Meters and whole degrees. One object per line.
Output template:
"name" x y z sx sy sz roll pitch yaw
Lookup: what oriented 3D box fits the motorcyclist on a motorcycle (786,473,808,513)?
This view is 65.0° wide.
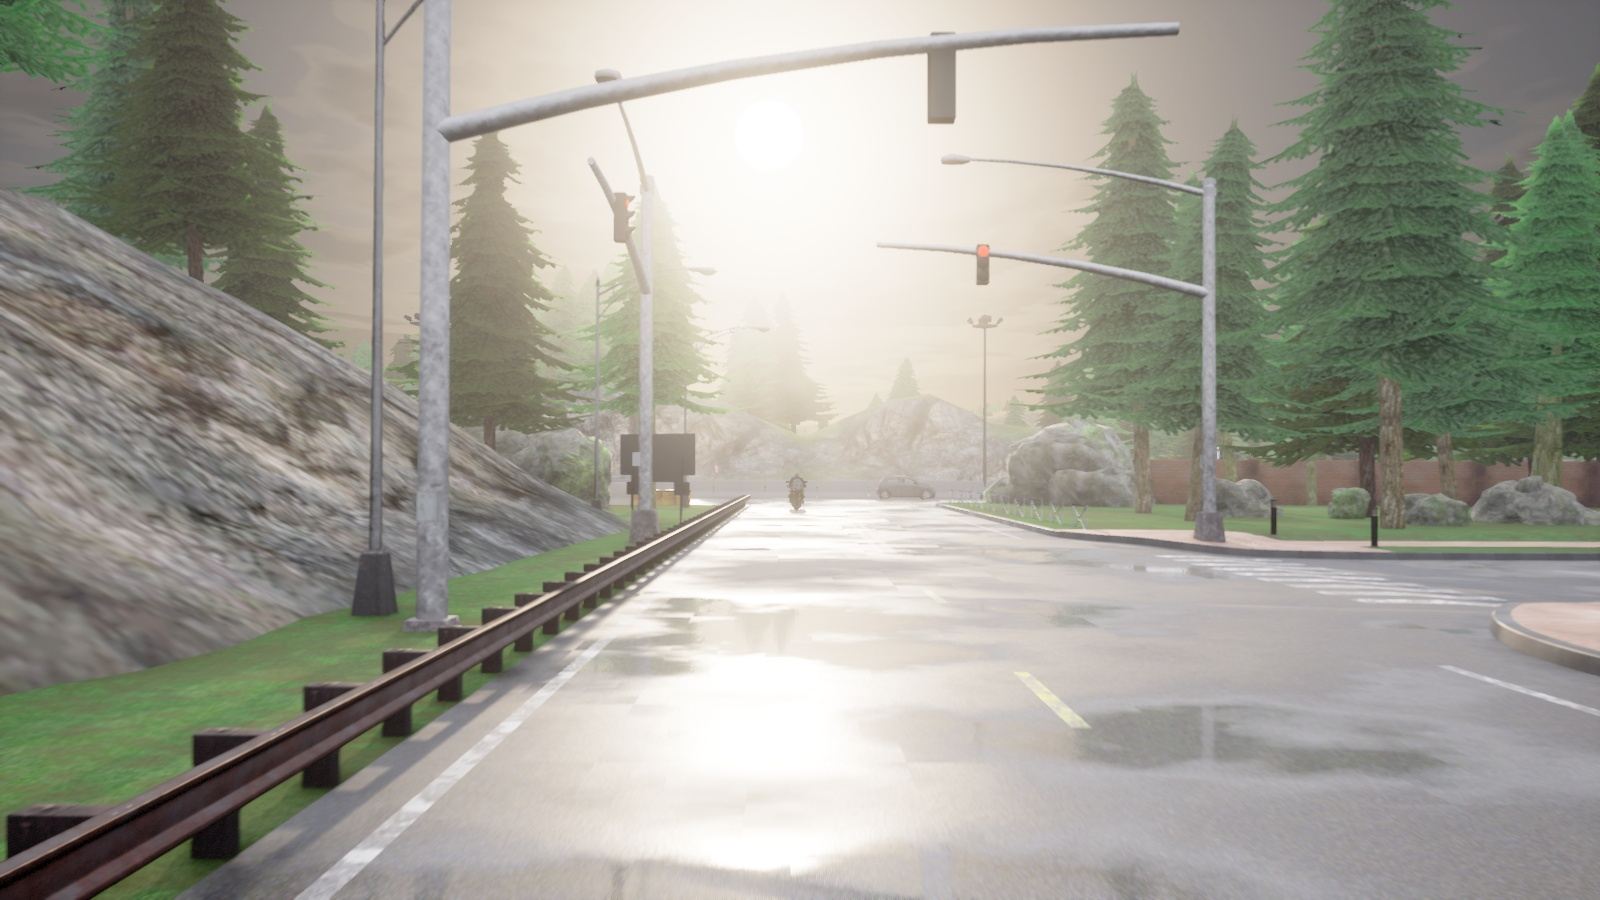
"motorcyclist on a motorcycle" -0.121 1.686 49.935 0.866 1.530 2.191 0 -1 0

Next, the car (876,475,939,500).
"car" 6.558 2.284 76.778 3.633 1.501 1.845 0 -1 -1

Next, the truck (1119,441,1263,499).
"truck" 23.902 1.222 77.004 7.936 3.462 2.891 0 -1 -1
